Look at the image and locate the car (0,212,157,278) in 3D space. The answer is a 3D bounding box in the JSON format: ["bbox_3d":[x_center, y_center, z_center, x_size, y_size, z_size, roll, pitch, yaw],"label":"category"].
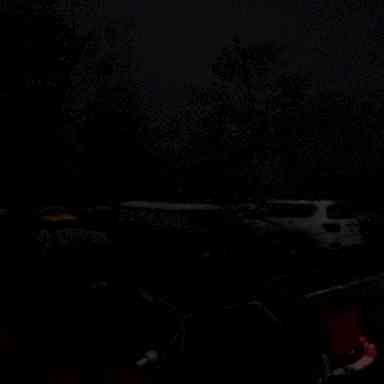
[{"bbox_3d":[-3.116,1.487,8.207,2.231,1.521,4.892,1,0,-35],"label":"car"}]

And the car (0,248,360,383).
[{"bbox_3d":[-0.347,1.616,3.434,4.718,1.301,1.895,1,0,-35],"label":"car"}]

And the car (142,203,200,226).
[{"bbox_3d":[-1.730,1.620,25.305,2.163,1.488,4.792,1,0,-35],"label":"car"}]

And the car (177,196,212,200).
[{"bbox_3d":[0.570,1.368,26.877,2.435,2.045,5.566,1,0,-36],"label":"car"}]

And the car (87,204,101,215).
[{"bbox_3d":[-6.244,1.538,22.042,2.097,1.535,5.008,1,0,-36],"label":"car"}]

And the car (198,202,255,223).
[{"bbox_3d":[2.823,1.649,28.513,2.097,1.535,5.008,1,0,-36],"label":"car"}]

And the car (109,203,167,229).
[{"bbox_3d":[-3.964,1.594,23.640,2.163,1.488,4.792,1,0,-36],"label":"car"}]

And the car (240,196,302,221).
[{"bbox_3d":[7.372,1.463,31.730,2.435,2.045,5.566,1,-1,-35],"label":"car"}]

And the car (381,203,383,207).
[{"bbox_3d":[12.856,1.682,19.604,2.097,1.535,5.008,1,-1,-36],"label":"car"}]

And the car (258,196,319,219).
[{"bbox_3d":[9.538,1.497,33.276,2.435,2.045,5.566,1,-1,-36],"label":"car"}]

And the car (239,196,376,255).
[{"bbox_3d":[3.712,1.314,13.120,2.435,2.045,5.566,1,0,-36],"label":"car"}]

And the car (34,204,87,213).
[{"bbox_3d":[-8.408,1.509,20.278,1.946,1.575,5.366,1,0,-35],"label":"car"}]

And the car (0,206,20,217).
[{"bbox_3d":[-10.782,1.525,18.809,2.002,1.452,4.674,1,0,-35],"label":"car"}]

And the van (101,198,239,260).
[{"bbox_3d":[-0.904,1.286,9.935,1.878,1.987,4.442,1,0,-36],"label":"van"}]

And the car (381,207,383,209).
[{"bbox_3d":[8.305,1.650,16.327,2.163,1.488,4.792,1,0,-36],"label":"car"}]

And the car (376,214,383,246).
[{"bbox_3d":[6.014,1.593,14.722,2.231,1.521,4.892,1,0,-35],"label":"car"}]

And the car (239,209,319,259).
[{"bbox_3d":[1.447,1.538,11.463,2.097,1.535,5.008,1,0,-36],"label":"car"}]

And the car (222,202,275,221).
[{"bbox_3d":[4.987,1.719,30.060,2.002,1.452,4.674,1,0,-36],"label":"car"}]
